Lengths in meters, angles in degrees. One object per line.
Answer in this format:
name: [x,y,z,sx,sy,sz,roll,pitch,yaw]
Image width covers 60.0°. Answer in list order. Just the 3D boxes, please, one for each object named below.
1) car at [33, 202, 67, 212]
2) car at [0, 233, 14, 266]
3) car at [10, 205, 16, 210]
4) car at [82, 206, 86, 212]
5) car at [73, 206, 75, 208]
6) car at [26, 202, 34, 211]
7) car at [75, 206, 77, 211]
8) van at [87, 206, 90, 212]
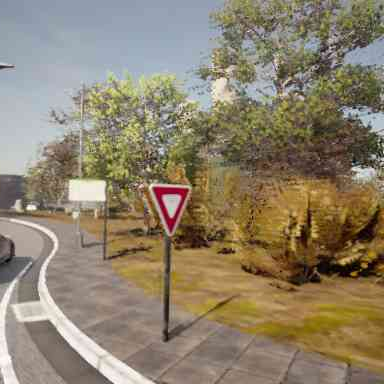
car: [-25.382,2.974,60.366,4.892,1.521,2.231,2,-4,-11]
car: [-6.868,1.789,10.348,1.812,1.442,4.674,2,-1,-19]
car: [-35.877,3.461,68.649,2.128,1.511,4.902,2,-4,-11]
car: [-29.444,4.476,81.974,4.674,1.452,2.002,2,-4,-11]
car: [-26.387,3.358,65.768,4.892,1.521,2.231,2,-4,-11]
car: [-32.684,3.250,69.294,2.150,2.045,5.566,2,-4,-11]
car: [-26.873,3.577,68.467,4.792,1.488,2.163,2,-4,-11]
van: [-30.853,4.706,90.118,4.442,1.987,1.878,2,-4,-11]
